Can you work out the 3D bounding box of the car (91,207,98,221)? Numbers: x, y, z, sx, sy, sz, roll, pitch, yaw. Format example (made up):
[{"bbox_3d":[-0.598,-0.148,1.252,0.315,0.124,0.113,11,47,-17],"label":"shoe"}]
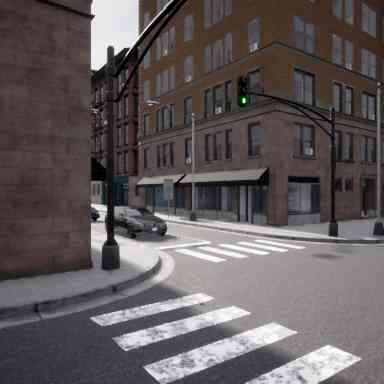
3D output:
[{"bbox_3d":[-8.719,1.398,25.197,2.033,1.411,5.357,0,0,-36],"label":"car"}]

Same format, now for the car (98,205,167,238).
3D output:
[{"bbox_3d":[-3.064,1.436,17.271,1.812,1.442,4.674,0,0,-35],"label":"car"}]
